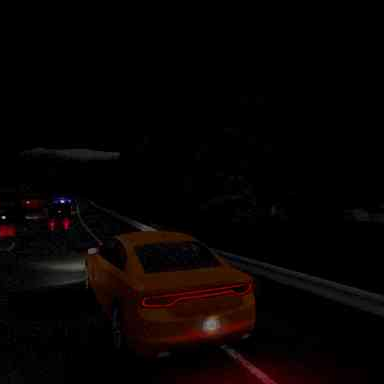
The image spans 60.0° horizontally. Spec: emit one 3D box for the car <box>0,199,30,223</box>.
[{"bbox_3d":[-13.828,1.504,25.300,1.837,1.490,4.892,0,0,-21],"label":"car"}]

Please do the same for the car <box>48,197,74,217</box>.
[{"bbox_3d":[-12.258,1.491,30.996,2.128,1.511,4.902,0,0,-20],"label":"car"}]

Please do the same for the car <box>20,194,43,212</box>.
[{"bbox_3d":[-18.637,1.222,38.530,2.150,2.045,5.566,0,0,-20],"label":"car"}]

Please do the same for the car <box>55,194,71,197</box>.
[{"bbox_3d":[-15.813,1.221,40.866,2.150,2.045,5.566,0,0,-19],"label":"car"}]

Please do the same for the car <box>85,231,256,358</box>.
[{"bbox_3d":[-0.820,1.478,6.327,1.882,1.535,5.008,0,0,-25],"label":"car"}]
